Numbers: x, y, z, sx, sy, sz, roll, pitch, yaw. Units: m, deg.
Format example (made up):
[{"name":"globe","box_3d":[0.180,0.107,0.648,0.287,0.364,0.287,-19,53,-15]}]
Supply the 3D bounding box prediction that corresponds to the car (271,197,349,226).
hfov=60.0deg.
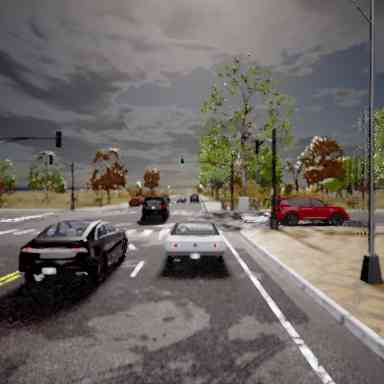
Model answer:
[{"name":"car","box_3d":[8.807,1.401,25.120,5.566,2.045,2.150,0,0,1]}]

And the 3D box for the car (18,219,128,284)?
[{"name":"car","box_3d":[-3.147,1.539,9.736,2.128,1.511,4.902,0,0,0]}]

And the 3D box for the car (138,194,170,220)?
[{"name":"car","box_3d":[-3.220,1.373,30.249,2.150,2.045,5.566,0,0,0]}]

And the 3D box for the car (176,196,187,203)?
[{"name":"car","box_3d":[-2.655,1.936,78.351,1.895,1.301,4.718,0,0,1]}]

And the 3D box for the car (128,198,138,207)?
[{"name":"car","box_3d":[-9.578,1.740,56.837,1.882,1.535,5.008,0,0,2]}]

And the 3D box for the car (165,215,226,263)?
[{"name":"car","box_3d":[0.102,1.662,12.296,1.895,1.301,4.718,0,0,0]}]

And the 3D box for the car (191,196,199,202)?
[{"name":"car","box_3d":[0.767,1.801,88.300,2.128,1.511,4.902,0,0,1]}]

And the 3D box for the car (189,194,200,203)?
[{"name":"car","box_3d":[0.588,1.565,77.914,2.150,2.045,5.566,0,0,1]}]

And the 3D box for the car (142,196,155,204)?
[{"name":"car","box_3d":[-9.269,1.676,71.814,2.097,1.767,4.553,0,0,1]}]

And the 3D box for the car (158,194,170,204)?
[{"name":"car","box_3d":[-6.009,1.549,72.376,2.150,2.045,5.566,0,0,1]}]

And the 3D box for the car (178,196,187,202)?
[{"name":"car","box_3d":[-2.483,1.828,88.356,1.994,1.385,4.181,0,0,1]}]

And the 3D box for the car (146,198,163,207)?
[{"name":"car","box_3d":[-6.327,1.810,56.753,2.033,1.411,5.357,0,0,2]}]
